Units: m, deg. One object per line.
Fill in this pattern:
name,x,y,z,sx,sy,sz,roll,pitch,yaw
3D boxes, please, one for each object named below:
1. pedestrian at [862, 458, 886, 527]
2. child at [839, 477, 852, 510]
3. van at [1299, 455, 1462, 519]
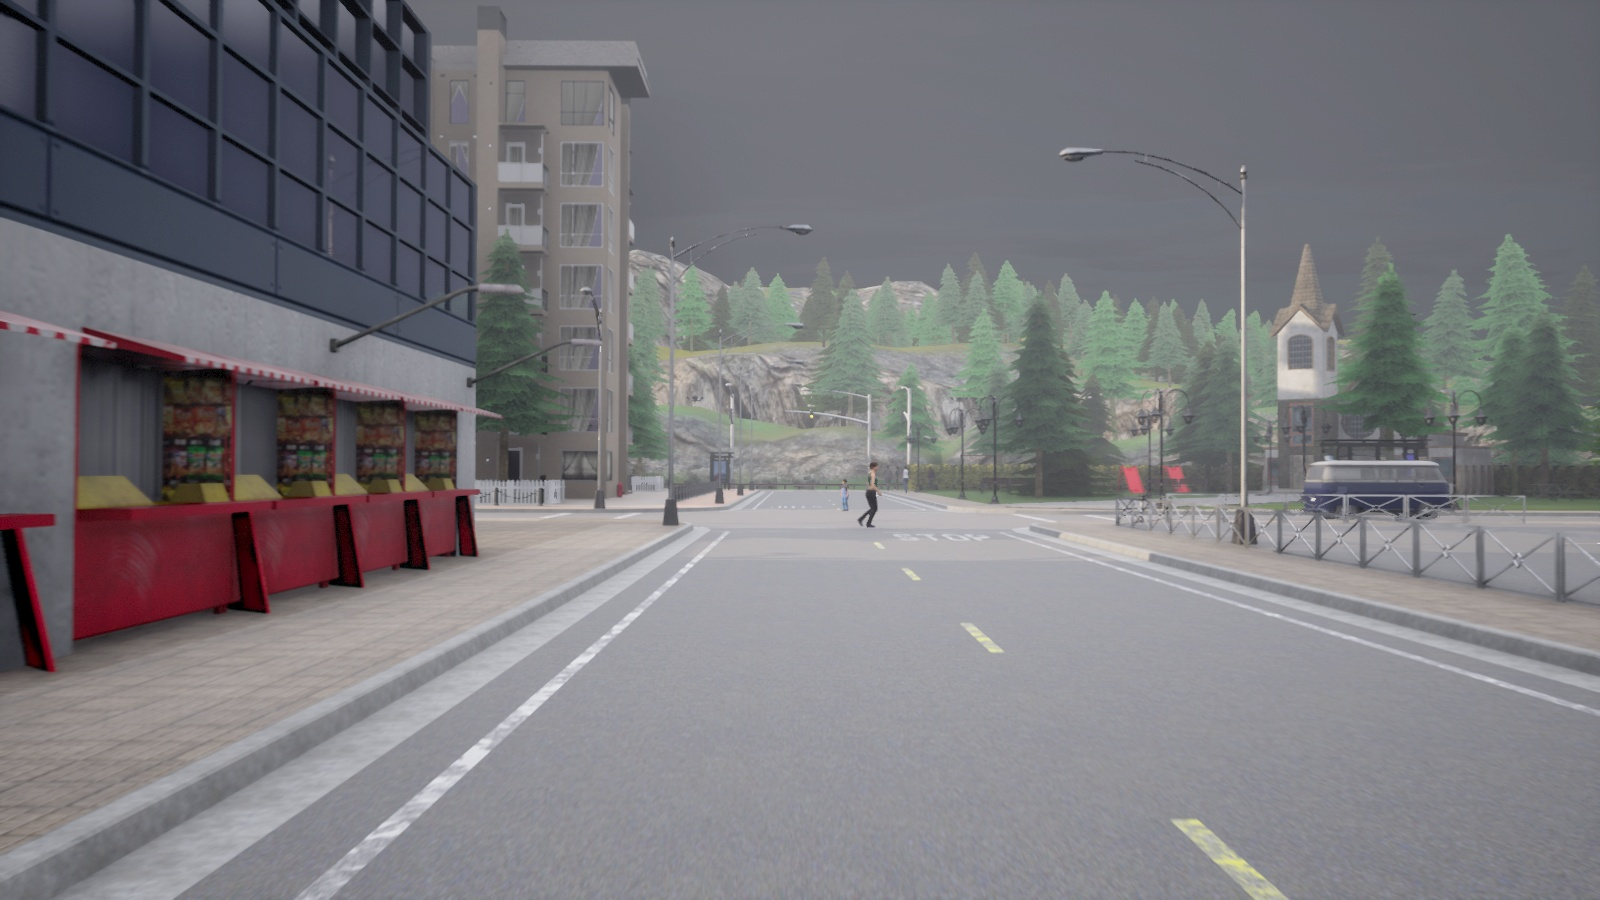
pedestrian,2.001,1.147,34.037,0.594,1.836,0.345,0,-1,-10
child,1.746,1.683,48.518,0.437,1.263,0.270,0,-1,-37
van,18.676,1.186,40.522,4.442,1.987,1.775,0,-1,-1
